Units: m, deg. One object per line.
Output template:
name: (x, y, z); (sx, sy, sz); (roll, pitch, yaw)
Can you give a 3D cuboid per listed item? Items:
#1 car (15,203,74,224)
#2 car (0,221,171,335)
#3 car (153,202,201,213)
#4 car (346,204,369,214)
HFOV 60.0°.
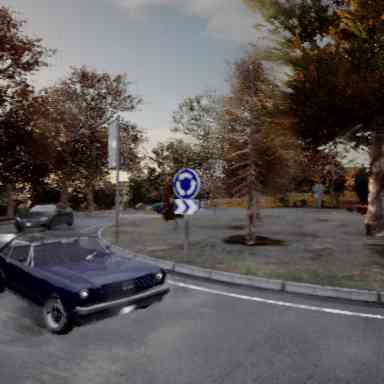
car: (-8.267, 1.357, 19.160); (1.812, 1.442, 4.674); (1, 0, 0)
car: (-2.619, 1.544, 6.821); (4.718, 1.301, 1.895); (1, 0, 43)
car: (-1.461, 1.335, 32.746); (5.008, 1.535, 1.882); (0, 1, -33)
car: (17.828, 1.577, 32.692); (4.718, 1.301, 1.895); (2, 1, 39)
